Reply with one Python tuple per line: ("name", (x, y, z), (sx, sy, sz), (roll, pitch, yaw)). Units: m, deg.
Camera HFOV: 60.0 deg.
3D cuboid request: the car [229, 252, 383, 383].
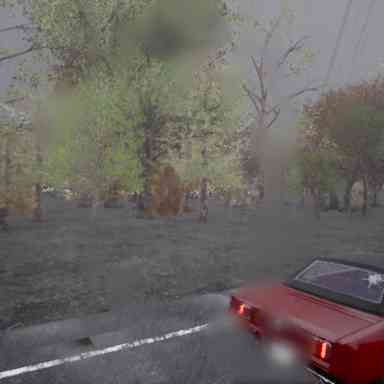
("car", (2.976, 1.609, 4.986), (4.718, 1.301, 1.895), (0, 0, -30))
